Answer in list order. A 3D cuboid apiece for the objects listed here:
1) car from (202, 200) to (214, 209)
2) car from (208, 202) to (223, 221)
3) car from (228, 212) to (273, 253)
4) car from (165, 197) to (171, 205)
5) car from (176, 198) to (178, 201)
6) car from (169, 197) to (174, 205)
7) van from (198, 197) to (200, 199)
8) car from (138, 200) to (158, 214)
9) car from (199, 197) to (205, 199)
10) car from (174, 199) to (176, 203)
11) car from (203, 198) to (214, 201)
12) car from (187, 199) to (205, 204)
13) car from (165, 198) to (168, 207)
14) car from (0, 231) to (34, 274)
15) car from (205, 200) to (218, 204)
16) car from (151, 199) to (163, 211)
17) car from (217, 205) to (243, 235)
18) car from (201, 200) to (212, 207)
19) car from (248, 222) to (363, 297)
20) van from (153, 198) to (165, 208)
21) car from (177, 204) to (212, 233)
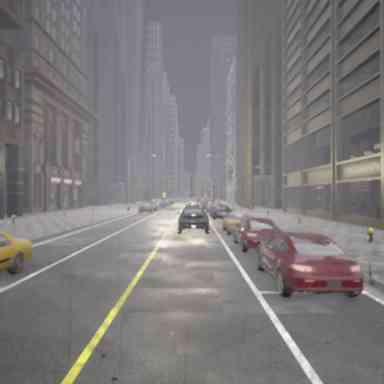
[{"bbox_3d":[2.749,2.183,59.094,1.947,1.339,4.313,0,-1,0],"label":"car"},{"bbox_3d":[2.756,1.885,31.002,1.947,1.339,4.313,0,-1,0],"label":"car"},{"bbox_3d":[2.760,1.725,14.146,1.802,1.307,4.206,0,-1,0],"label":"car"},{"bbox_3d":[-5.777,2.245,64.694,1.947,1.339,4.313,0,-1,0],"label":"car"},{"bbox_3d":[-5.784,2.529,92.784,1.887,1.381,4.507,0,-1,0],"label":"car"},{"bbox_3d":[-5.780,2.383,75.930,1.802,1.307,4.206,0,-1,0],"label":"car"},{"bbox_3d":[2.746,2.079,70.334,1.690,1.788,3.998,0,-1,0],"label":"van"},{"bbox_3d":[-5.772,2.022,42.221,1.802,1.307,4.206,0,-1,0],"label":"car"},{"bbox_3d":[2.751,1.872,53.478,2.192,1.841,5.009,0,-1,0],"label":"car"},{"bbox_3d":[-5.782,2.177,81.550,2.192,1.841,5.009,0,-1,0],"label":"car"},{"bbox_3d":[2.753,1.878,42.240,1.967,1.590,4.097,0,-1,0],"label":"car"},{"bbox_3d":[0.092,1.915,40.918,2.128,1.511,4.902,0,-1,0],"label":"car"},{"bbox_3d":[-5.776,2.164,59.076,1.887,1.381,4.507,0,-1,0],"label":"car"},{"bbox_3d":[-5.763,1.612,8.344,1.752,1.417,4.829,0,-1,0],"label":"car"},{"bbox_3d":[2.755,1.923,36.621,1.887,1.381,4.507,0,-1,0],"label":"car"},{"bbox_3d":[-5.773,2.066,47.840,1.947,1.339,4.313,0,-1,0],"label":"car"},{"bbox_3d":[2.759,1.728,19.935,1.752,1.417,4.829,0,-1,0],"label":"car"},{"bbox_3d":[2.748,2.228,64.713,2.008,1.369,4.403,0,-1,0],"label":"car"},{"bbox_3d":[2.762,1.668,8.528,1.802,1.307,4.206,0,-1,0],"label":"car"},{"bbox_3d":[-5.774,1.901,53.460,1.690,1.788,3.998,0,-1,0],"label":"van"},{"bbox_3d":[0.095,1.722,21.250,1.837,1.490,4.892,0,-1,0],"label":"car"}]
